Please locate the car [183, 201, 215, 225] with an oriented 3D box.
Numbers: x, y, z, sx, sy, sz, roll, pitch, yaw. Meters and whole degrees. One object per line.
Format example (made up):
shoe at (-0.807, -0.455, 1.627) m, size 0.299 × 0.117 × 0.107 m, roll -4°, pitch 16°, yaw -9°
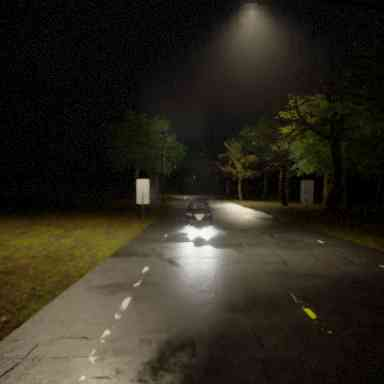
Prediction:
car at (0.482, 1.412, 23.466) m, size 2.128 × 1.511 × 4.902 m, roll 0°, pitch 0°, yaw 0°
